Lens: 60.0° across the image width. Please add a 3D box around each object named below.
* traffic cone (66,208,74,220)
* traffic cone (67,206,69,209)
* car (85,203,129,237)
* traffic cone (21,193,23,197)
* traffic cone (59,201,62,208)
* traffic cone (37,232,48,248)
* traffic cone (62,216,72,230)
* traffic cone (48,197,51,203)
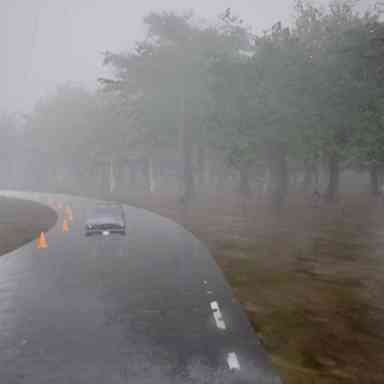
[{"bbox_3d":[-8.020,1.546,21.991,0.340,0.580,0.340,-1,2,-20],"label":"traffic cone"},{"bbox_3d":[-9.826,1.351,26.347,0.340,0.580,0.340,-1,3,-25],"label":"traffic cone"},{"bbox_3d":[-4.270,1.304,16.931,2.033,1.411,5.357,-1,2,-12],"label":"car"},{"bbox_3d":[-21.133,0.344,41.292,0.340,0.580,0.340,4,5,41],"label":"traffic cone"},{"bbox_3d":[-12.066,1.123,30.495,0.340,0.580,0.340,-2,4,-31],"label":"traffic cone"},{"bbox_3d":[-5.773,1.824,12.837,0.340,0.580,0.340,0,1,-8],"label":"traffic cone"},{"bbox_3d":[-6.664,1.704,17.472,0.340,0.580,0.340,-1,2,-14],"label":"traffic cone"},{"bbox_3d":[-14.714,0.862,34.394,0.340,0.580,0.340,-2,5,-37],"label":"traffic cone"}]
